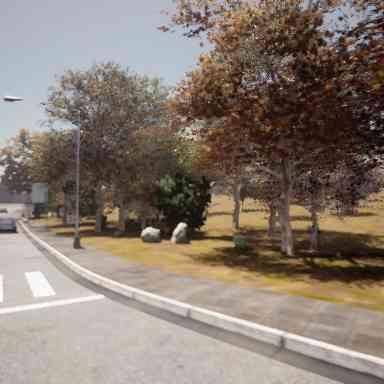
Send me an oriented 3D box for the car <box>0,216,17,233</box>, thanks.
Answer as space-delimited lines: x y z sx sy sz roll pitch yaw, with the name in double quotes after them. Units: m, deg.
-19.723 3.598 35.266 1.994 1.385 4.181 1 -2 -30 "car"
